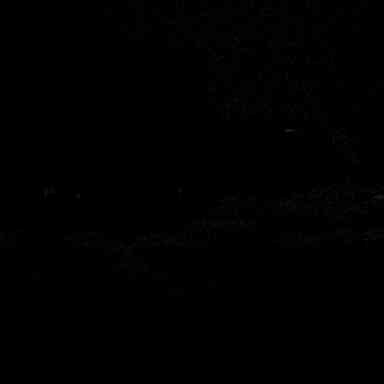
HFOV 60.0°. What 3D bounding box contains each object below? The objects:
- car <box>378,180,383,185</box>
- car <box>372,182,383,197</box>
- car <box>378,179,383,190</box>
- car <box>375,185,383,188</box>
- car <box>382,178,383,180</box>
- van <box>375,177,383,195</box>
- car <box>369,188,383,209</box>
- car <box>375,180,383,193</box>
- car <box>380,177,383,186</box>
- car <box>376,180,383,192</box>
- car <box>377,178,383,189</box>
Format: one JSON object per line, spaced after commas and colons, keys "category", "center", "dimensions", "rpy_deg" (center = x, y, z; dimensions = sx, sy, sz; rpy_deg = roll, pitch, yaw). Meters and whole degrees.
{"category": "car", "center": [18.733, 0.046, 29.599], "dimensions": [4.553, 1.767, 2.185], "rpy_deg": [-2, 3, 11]}
{"category": "car", "center": [23.252, -0.391, 37.189], "dimensions": [5.008, 1.535, 2.097], "rpy_deg": [-2, 3, 11]}
{"category": "car", "center": [29.355, -1.111, 47.217], "dimensions": [4.792, 1.488, 2.163], "rpy_deg": [-2, 3, 11]}
{"category": "car", "center": [17.226, 0.389, 27.087], "dimensions": [4.792, 1.488, 2.163], "rpy_deg": [-2, 3, 11]}
{"category": "car", "center": [21.764, -0.329, 34.647], "dimensions": [4.553, 1.767, 2.185], "rpy_deg": [-2, 3, 11]}
{"category": "van", "center": [24.649, -0.800, 39.712], "dimensions": [4.442, 1.987, 1.878], "rpy_deg": [-2, 3, 11]}
{"category": "car", "center": [15.684, 0.588, 24.566], "dimensions": [4.674, 1.452, 2.002], "rpy_deg": [-2, 3, 11]}
{"category": "car", "center": [26.472, -0.775, 42.173], "dimensions": [5.366, 1.575, 1.946], "rpy_deg": [-2, 3, 11]}
{"category": "car", "center": [35.424, -1.888, 57.227], "dimensions": [5.008, 1.535, 2.097], "rpy_deg": [-2, 3, 12]}
{"category": "car", "center": [27.799, -0.953, 44.721], "dimensions": [5.008, 1.535, 2.097], "rpy_deg": [-2, 3, 11]}
{"category": "car", "center": [30.839, -1.327, 49.732], "dimensions": [5.008, 1.535, 2.097], "rpy_deg": [-2, 3, 11]}
